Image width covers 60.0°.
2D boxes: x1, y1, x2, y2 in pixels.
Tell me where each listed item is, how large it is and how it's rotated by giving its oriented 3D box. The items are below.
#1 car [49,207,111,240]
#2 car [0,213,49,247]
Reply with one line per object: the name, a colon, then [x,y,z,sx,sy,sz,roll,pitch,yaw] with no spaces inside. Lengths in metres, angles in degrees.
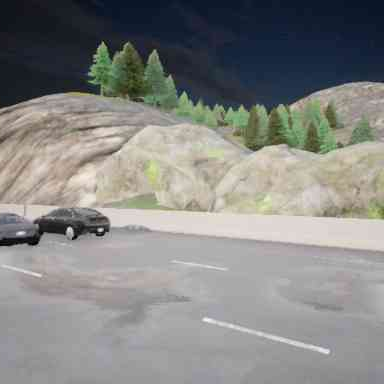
car: [-6.236,1.514,16.916,4.892,1.490,1.837,0,0,36]
car: [-8.269,1.570,14.066,4.181,1.385,1.994,0,0,36]
